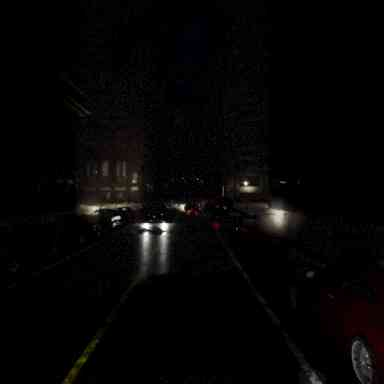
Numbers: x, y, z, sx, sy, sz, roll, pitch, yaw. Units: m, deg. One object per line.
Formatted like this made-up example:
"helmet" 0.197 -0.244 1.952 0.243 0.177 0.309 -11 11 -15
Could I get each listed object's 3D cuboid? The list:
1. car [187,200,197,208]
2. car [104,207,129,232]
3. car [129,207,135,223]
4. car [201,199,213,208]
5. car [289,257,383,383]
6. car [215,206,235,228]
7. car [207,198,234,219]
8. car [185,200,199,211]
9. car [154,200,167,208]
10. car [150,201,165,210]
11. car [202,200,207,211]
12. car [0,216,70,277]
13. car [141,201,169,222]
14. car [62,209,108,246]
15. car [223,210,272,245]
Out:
"car" 0.006 2.285 64.499 1.994 1.385 4.181 0 -1 0
"car" -5.763 1.786 21.909 2.008 1.369 4.403 0 -1 0
"car" -5.763 1.879 27.546 1.802 1.307 4.206 0 -1 0
"car" 2.764 2.123 61.365 1.967 1.590 4.097 0 -1 0
"car" 2.761 1.636 5.005 1.802 1.307 4.206 0 -1 0
"car" 2.762 1.817 21.914 1.802 1.307 4.206 0 -1 0
"car" 3.004 1.587 33.437 2.150 2.045 5.566 0 -1 0
"car" 0.012 2.145 49.478 1.895 1.301 4.718 0 -1 0
"car" -5.760 2.234 61.363 2.008 1.369 4.403 0 -1 0
"car" -5.761 2.183 55.726 1.947 1.339 4.313 0 -1 0
"car" 2.764 2.117 50.092 1.947 1.339 4.313 0 -1 0
"car" -5.764 1.680 10.637 1.947 1.339 4.313 0 -1 0
"car" -3.095 1.824 29.601 1.837 1.490 4.892 0 -1 0
"car" -5.763 1.740 16.273 1.947 1.339 4.313 0 -1 0
"car" 2.762 1.756 16.277 1.802 1.307 4.206 0 -1 0
